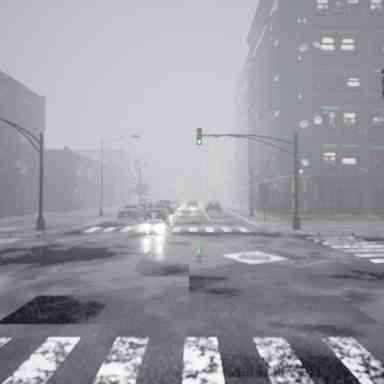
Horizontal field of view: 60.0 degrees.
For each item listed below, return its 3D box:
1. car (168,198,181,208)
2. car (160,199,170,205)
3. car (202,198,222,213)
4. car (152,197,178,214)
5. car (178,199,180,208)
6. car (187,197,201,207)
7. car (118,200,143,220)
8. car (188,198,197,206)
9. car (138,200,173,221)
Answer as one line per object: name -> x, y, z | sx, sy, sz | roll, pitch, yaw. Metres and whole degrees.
car -> -3.034, 1.896, 57.764 | 1.882, 1.535, 5.008 | 0, 0, 1
car -> -5.654, 2.097, 70.978 | 1.802, 1.307, 4.206 | 1, 0, 0
car -> 2.720, 1.749, 42.604 | 1.967, 1.590, 4.097 | 1, 0, 0
car -> -3.083, 1.630, 38.345 | 2.097, 1.767, 4.553 | 0, 0, 0
car -> -3.076, 1.868, 47.339 | 1.812, 1.442, 4.674 | 0, 0, 0
car -> 0.115, 1.994, 59.428 | 1.994, 1.385, 4.181 | 0, 0, 0
car -> -5.742, 1.771, 31.177 | 1.887, 1.381, 4.507 | 1, 0, 0
car -> 0.103, 1.981, 69.394 | 1.882, 1.535, 5.008 | 0, 0, 0
car -> -3.088, 1.704, 29.325 | 2.128, 1.511, 4.902 | 0, 0, 0
